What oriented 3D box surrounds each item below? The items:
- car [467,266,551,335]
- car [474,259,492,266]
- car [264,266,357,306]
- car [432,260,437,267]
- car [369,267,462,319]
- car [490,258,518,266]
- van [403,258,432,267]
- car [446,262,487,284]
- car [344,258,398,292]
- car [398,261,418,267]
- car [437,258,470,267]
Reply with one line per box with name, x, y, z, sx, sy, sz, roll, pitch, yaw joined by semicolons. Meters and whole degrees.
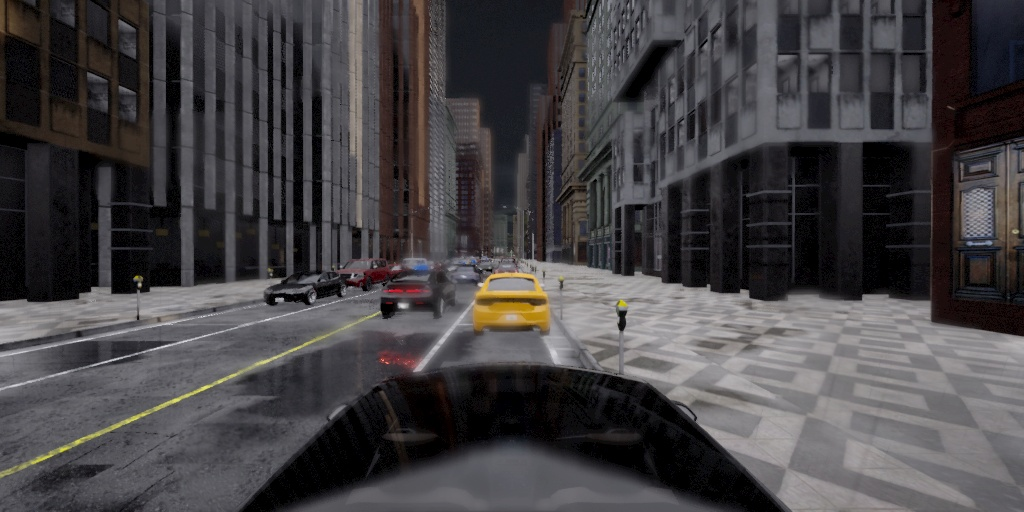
car;-0.006;1.227;10.501;1.882;1.535;5.008;0;0;0
car;-3.062;1.350;42.737;1.895;1.301;4.718;0;0;0
car;-8.908;1.315;15.920;1.948;1.339;4.313;0;0;0
car;-8.908;1.189;38.467;1.967;1.591;4.097;0;0;0
car;-3.146;1.250;12.836;1.837;1.490;4.892;0;-1;0
car;-0.383;1.189;27.203;1.967;1.591;4.097;0;0;0
van;-8.908;1.090;32.830;1.690;1.789;3.998;0;0;0
car;-3.071;1.313;25.068;1.994;1.385;4.181;0;0;0
car;-8.908;1.064;21.556;2.192;1.841;5.009;0;0;0
car;-8.908;1.294;27.194;1.888;1.381;4.507;0;0;0
car;-6.230;1.240;38.706;2.128;1.511;4.902;0;0;0
